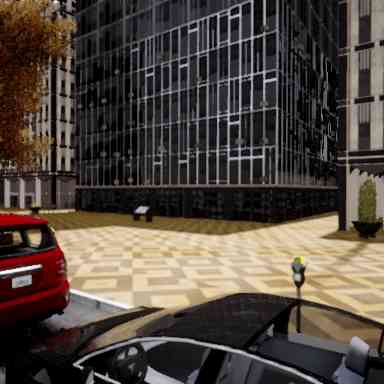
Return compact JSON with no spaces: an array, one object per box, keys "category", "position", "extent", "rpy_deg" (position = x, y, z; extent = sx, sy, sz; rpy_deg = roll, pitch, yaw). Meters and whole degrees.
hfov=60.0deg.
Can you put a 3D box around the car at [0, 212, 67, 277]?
[{"category":"car","position":[-4.243,1.277,5.873],"extent":[5.009,1.841,2.192],"rpy_deg":[0,0,35]}]

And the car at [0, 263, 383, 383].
[{"category":"car","position":[0.264,1.559,2.683],"extent":[4.313,1.339,1.947],"rpy_deg":[0,0,35]}]
